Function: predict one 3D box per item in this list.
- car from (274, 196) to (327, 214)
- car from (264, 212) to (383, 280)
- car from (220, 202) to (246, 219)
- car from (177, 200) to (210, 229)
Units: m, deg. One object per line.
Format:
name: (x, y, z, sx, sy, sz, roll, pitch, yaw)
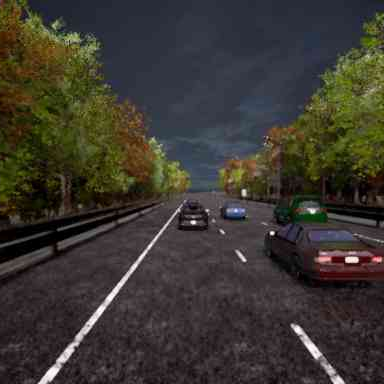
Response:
car: (7.083, 1.258, 22.205, 2.150, 2.045, 5.566, 0, 0, 0)
car: (3.590, 1.577, 9.989, 2.033, 1.411, 5.357, 0, 0, 0)
car: (3.579, 1.589, 29.606, 2.033, 1.411, 5.357, 0, 0, 0)
car: (0.083, 1.541, 21.884, 1.837, 1.490, 4.892, 0, 0, 0)
